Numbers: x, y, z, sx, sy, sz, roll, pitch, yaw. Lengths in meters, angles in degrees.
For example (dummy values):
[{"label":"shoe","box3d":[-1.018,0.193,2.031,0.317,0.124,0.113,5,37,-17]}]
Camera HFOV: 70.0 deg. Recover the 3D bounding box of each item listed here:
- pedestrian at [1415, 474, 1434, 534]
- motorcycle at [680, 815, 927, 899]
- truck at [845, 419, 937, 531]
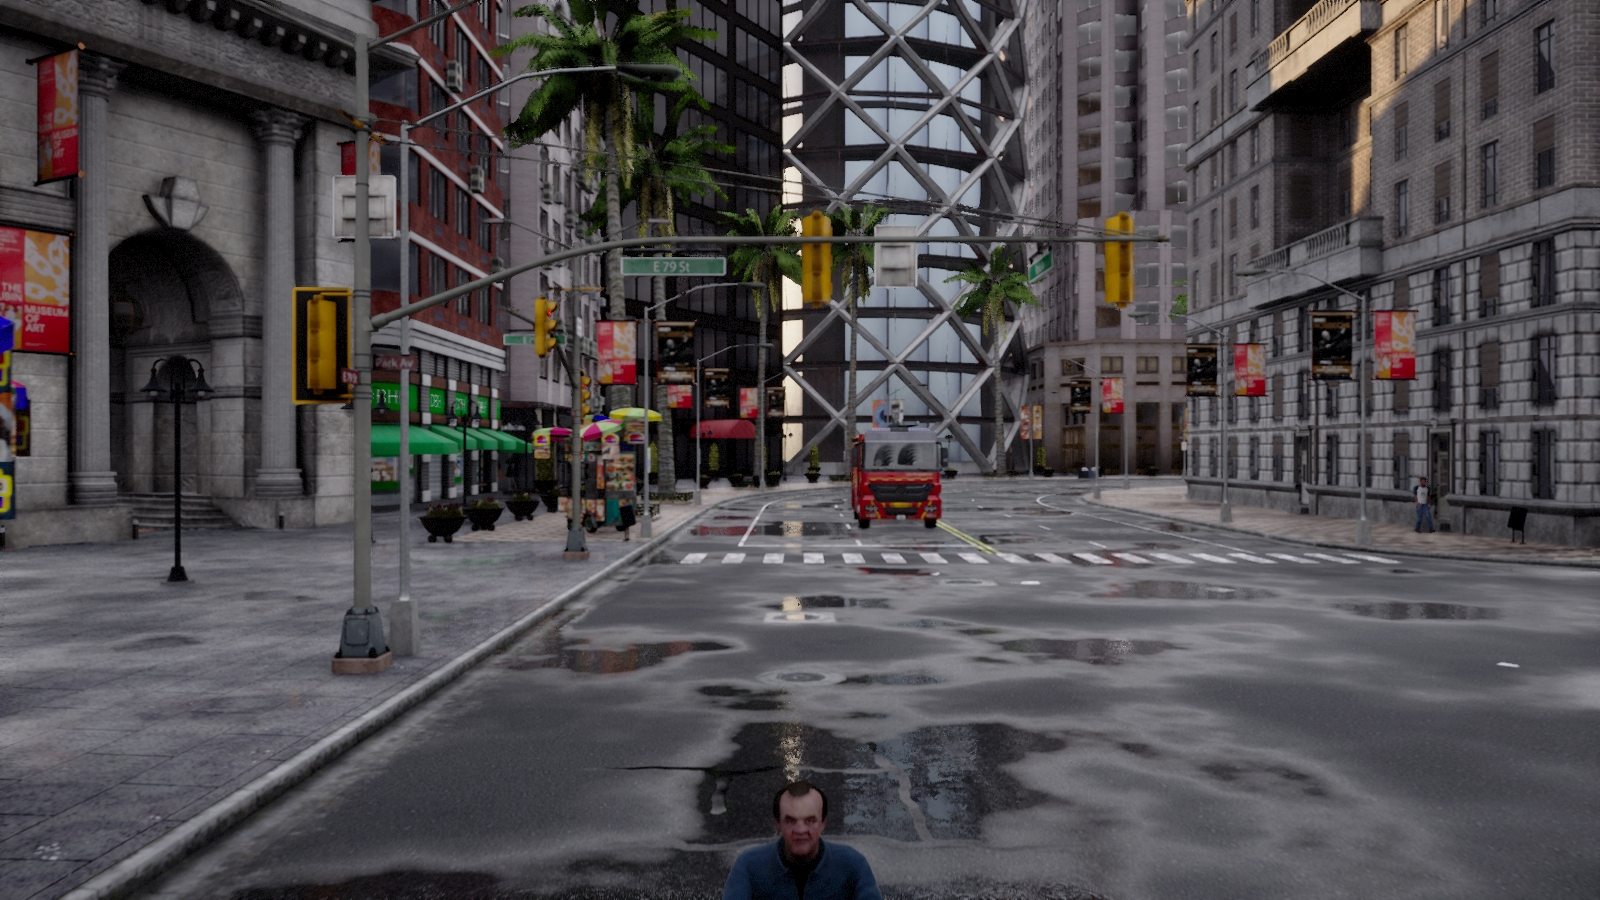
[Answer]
[{"label":"pedestrian","box3d":[19.543,1.670,35.752,0.375,1.860,0.375,0,0,0]},{"label":"motorcycle","box3d":[0.013,2.178,3.972,0.856,1.236,1.805,0,0,0]},{"label":"truck","box3d":[3.281,0.859,43.486,2.891,3.827,8.468,0,0,0]}]
